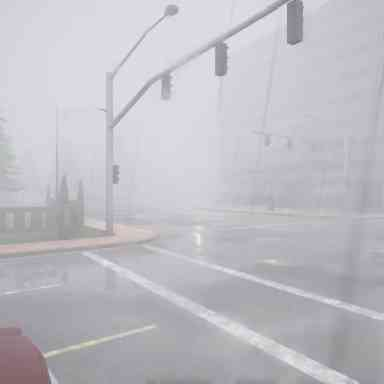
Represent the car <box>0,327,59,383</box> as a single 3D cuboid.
[{"bbox_3d":[-3.096,1.601,1.571,4.718,1.301,1.895,0,0,-35],"label":"car"}]
